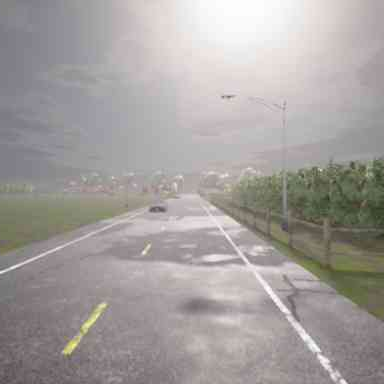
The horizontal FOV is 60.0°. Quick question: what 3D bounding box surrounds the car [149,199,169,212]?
[{"bbox_3d":[-3.602,1.449,36.775,2.033,1.411,5.357,0,0,0],"label":"car"}]
